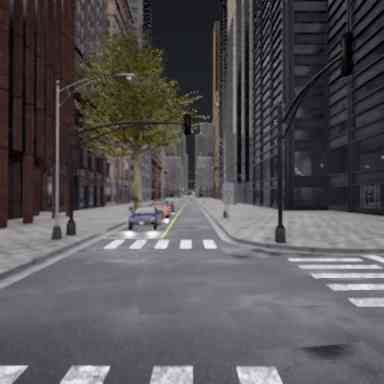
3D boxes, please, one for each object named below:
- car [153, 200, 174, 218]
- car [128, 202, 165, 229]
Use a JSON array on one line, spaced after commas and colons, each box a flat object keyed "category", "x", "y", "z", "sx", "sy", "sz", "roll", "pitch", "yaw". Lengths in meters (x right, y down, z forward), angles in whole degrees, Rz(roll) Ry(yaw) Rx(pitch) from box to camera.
[{"category": "car", "x": -3.175, "y": 1.582, "z": 32.720, "sx": 2.097, "sy": 1.767, "sz": 4.553, "roll": 0, "pitch": 0, "yaw": 0}, {"category": "car", "x": -3.155, "y": 1.683, "z": 23.034, "sx": 1.812, "sy": 1.442, "sz": 4.674, "roll": 0, "pitch": 0, "yaw": 0}]
